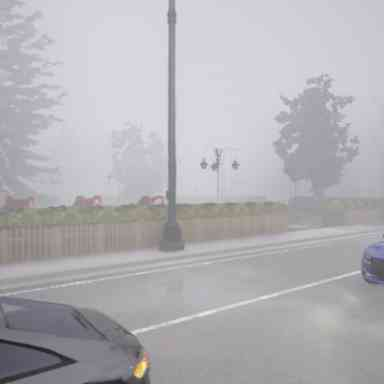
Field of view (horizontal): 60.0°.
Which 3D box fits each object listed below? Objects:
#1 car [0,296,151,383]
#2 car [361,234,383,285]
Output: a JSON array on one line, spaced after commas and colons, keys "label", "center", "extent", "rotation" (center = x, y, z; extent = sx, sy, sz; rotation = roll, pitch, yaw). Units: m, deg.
[{"label": "car", "center": [-2.339, 1.573, 2.307], "extent": [4.181, 1.385, 1.994], "rotation": [0, 0, -36]}, {"label": "car", "center": [6.307, 1.508, 8.563], "extent": [5.008, 1.535, 1.882], "rotation": [0, 0, -36]}]
